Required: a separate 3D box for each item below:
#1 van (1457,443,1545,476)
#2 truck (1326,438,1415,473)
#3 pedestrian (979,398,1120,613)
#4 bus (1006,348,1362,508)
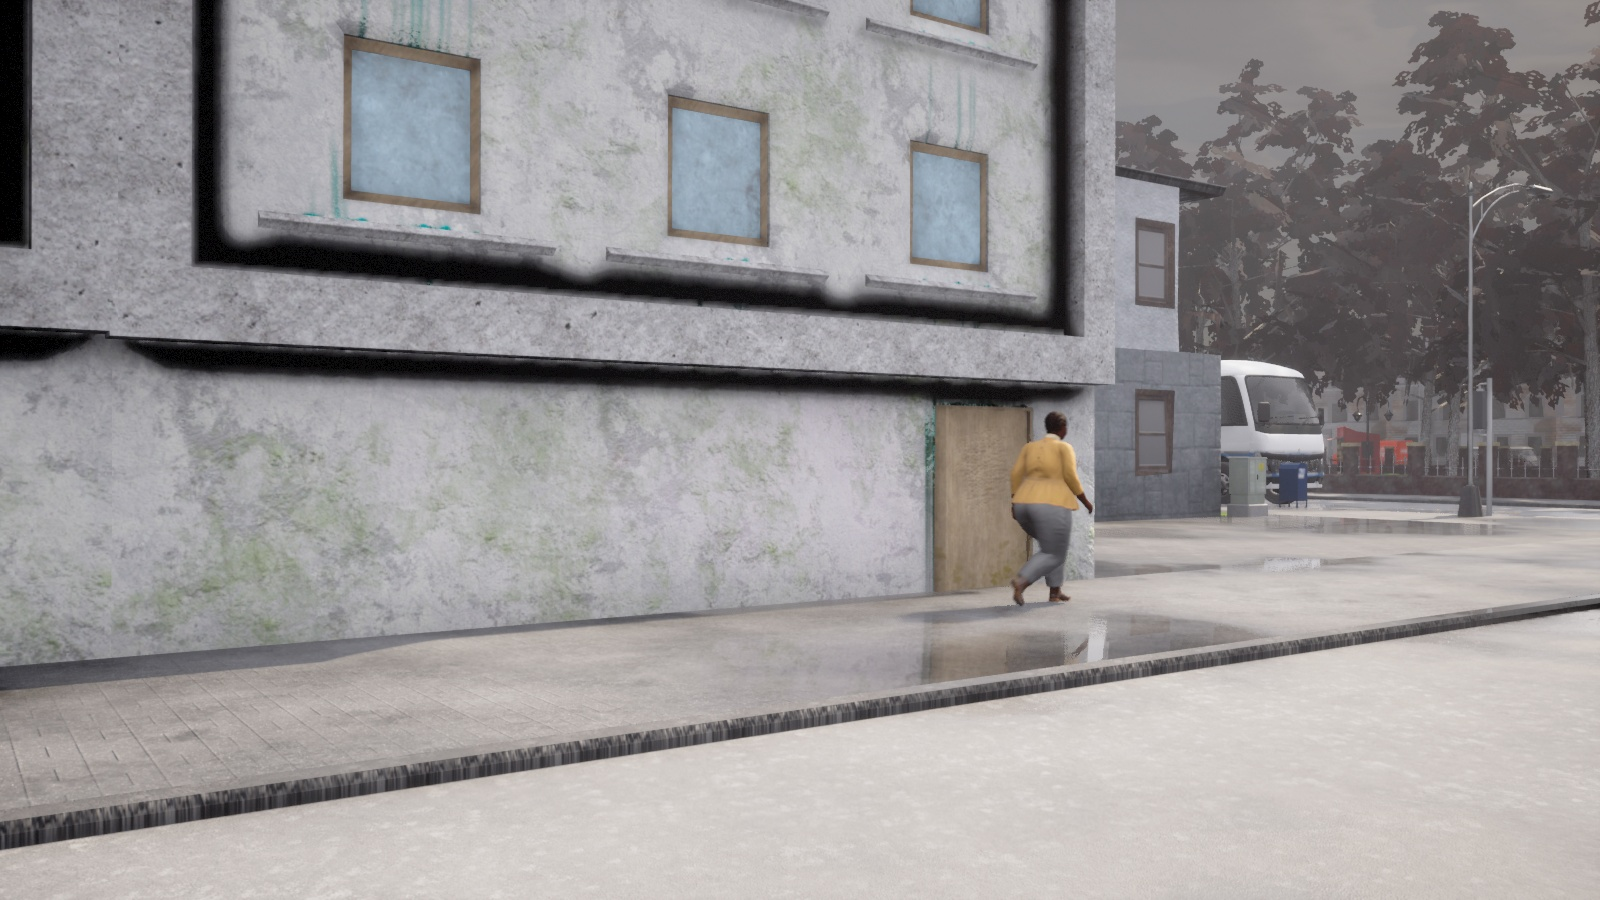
[{"bbox_3d":[43.748,0.596,78.439,1.775,1.987,4.442,0,0,-35],"label":"van"},{"bbox_3d":[40.721,0.391,89.744,2.627,2.467,5.204,0,0,-35],"label":"truck"},{"bbox_3d":[2.258,0.478,11.418,0.900,1.855,0.874,0,0,-32],"label":"pedestrian"},{"bbox_3d":[11.394,-0.561,38.732,3.944,4.253,10.273,0,0,-34],"label":"bus"}]
